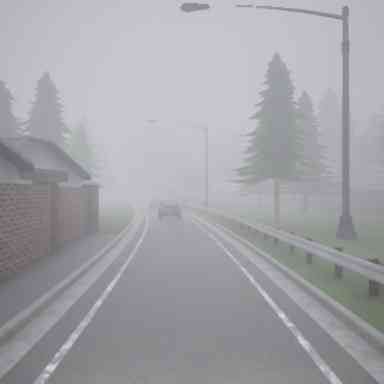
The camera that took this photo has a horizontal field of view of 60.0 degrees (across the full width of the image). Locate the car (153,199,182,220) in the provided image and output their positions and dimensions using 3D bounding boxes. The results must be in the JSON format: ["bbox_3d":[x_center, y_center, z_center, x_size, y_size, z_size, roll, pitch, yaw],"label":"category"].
[{"bbox_3d":[-1.973,1.507,28.270,2.128,1.511,4.902,0,0,-7],"label":"car"}]

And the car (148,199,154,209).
[{"bbox_3d":[-4.844,1.589,44.962,1.994,1.385,4.181,0,0,-11],"label":"car"}]
